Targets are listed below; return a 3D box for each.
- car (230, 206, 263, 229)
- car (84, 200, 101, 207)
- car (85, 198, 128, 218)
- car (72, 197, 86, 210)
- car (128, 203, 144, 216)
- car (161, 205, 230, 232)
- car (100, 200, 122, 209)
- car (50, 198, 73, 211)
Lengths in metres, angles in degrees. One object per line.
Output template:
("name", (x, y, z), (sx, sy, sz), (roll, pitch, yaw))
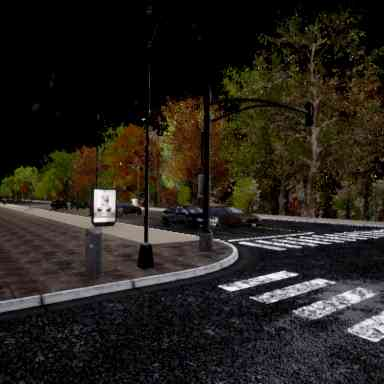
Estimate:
("car", (2.344, 1.693, 22.856), (2.033, 1.411, 5.357), (1, -1, -35))
("car", (-19.985, 2.297, 66.880), (1.994, 1.385, 4.181), (1, -1, -35))
("car", (-8.510, 1.601, 32.834), (2.097, 1.767, 4.553), (1, -1, -35))
("car", (-17.197, 1.774, 51.263), (2.150, 2.045, 5.566), (1, -1, -35))
("car", (-7.277, 1.866, 36.757), (2.033, 1.411, 5.357), (1, -1, -35))
("car", (-0.176, 1.590, 20.782), (2.128, 1.511, 4.902), (1, -1, -35))
("car", (-14.250, 2.123, 58.596), (2.128, 1.511, 4.902), (1, -1, -35))
("car", (-19.464, 1.957, 48.810), (1.837, 1.490, 4.892), (1, -2, -34))
